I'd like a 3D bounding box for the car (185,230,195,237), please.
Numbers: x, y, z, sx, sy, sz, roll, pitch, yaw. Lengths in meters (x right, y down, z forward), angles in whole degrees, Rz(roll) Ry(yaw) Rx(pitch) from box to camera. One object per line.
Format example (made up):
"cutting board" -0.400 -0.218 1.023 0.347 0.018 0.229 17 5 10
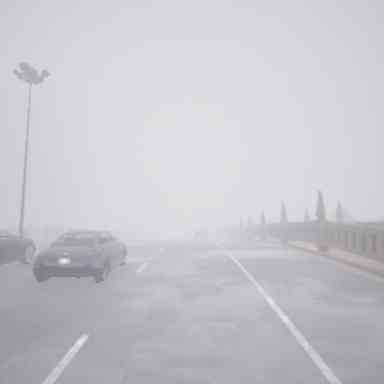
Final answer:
"car" -0.537 9.931 79.690 1.837 1.490 4.892 1 -7 -8

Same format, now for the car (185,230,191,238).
"car" 0.004 8.169 63.834 1.895 1.301 4.718 0 -7 0

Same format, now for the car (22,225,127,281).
"car" -3.400 1.915 10.861 1.994 1.385 4.181 0 -3 0

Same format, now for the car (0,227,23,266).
"car" -6.900 1.844 10.862 2.128 1.511 4.902 0 -3 0

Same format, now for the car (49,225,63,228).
"car" -21.041 6.169 51.537 2.150 2.045 5.566 0 -7 1

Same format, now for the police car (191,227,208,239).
"police car" 1.227 5.833 47.299 1.930 1.638 5.238 0 -7 0
